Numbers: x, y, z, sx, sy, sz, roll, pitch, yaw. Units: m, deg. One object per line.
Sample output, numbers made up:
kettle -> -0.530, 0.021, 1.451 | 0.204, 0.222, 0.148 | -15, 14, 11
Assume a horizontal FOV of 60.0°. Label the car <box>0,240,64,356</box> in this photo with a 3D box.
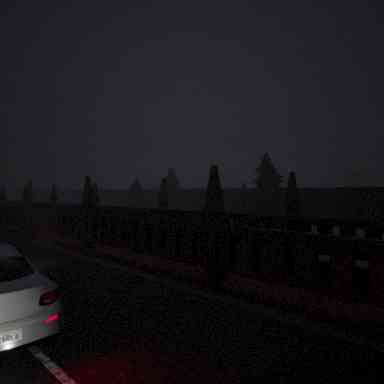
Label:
car -> -3.742, 1.534, 5.537 | 1.812, 1.442, 4.674 | 0, 0, -44
